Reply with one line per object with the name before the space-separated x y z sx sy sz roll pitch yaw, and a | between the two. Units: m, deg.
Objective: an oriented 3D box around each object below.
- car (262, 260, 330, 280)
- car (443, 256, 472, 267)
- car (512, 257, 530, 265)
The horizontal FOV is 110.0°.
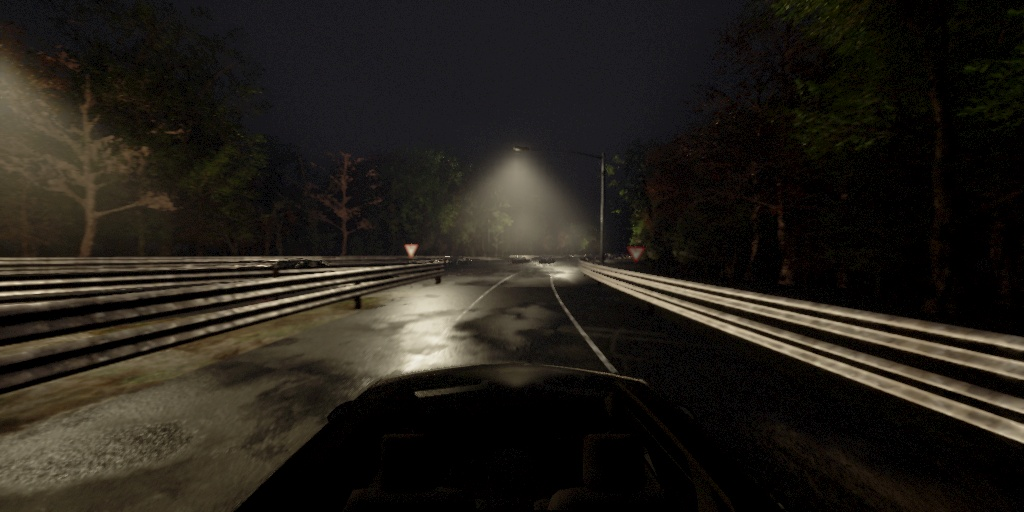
car | -11.729 0.965 20.718 1.837 1.490 4.892 1 1 22
car | -7.570 0.762 49.511 2.033 1.411 5.357 1 1 22
car | 1.628 0.839 62.829 1.895 1.301 4.718 2 1 22
